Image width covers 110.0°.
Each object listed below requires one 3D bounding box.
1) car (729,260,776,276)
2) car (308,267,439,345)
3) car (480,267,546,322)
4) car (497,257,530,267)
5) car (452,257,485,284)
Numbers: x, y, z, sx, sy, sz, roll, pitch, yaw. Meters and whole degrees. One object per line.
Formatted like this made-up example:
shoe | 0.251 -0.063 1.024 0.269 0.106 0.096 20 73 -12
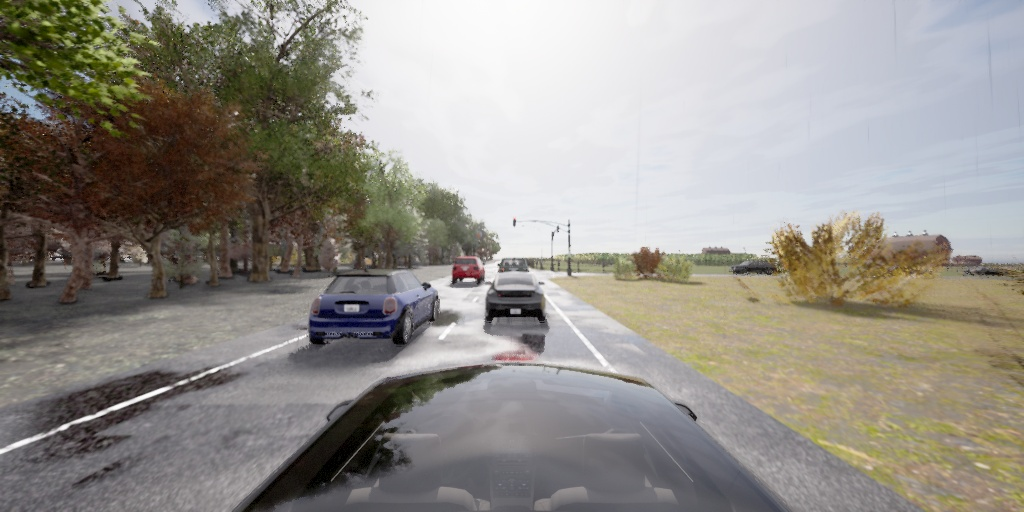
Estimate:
car | 32.550 1.588 48.543 5.566 2.045 2.150 1 -1 1
car | -3.398 1.140 9.731 2.097 1.767 4.553 0 0 0
car | 0.102 1.306 12.483 1.837 1.490 4.892 0 0 0
car | 0.109 1.080 25.479 2.150 2.045 5.566 0 0 0
car | -3.392 1.091 28.632 2.150 2.045 5.566 0 -1 0
